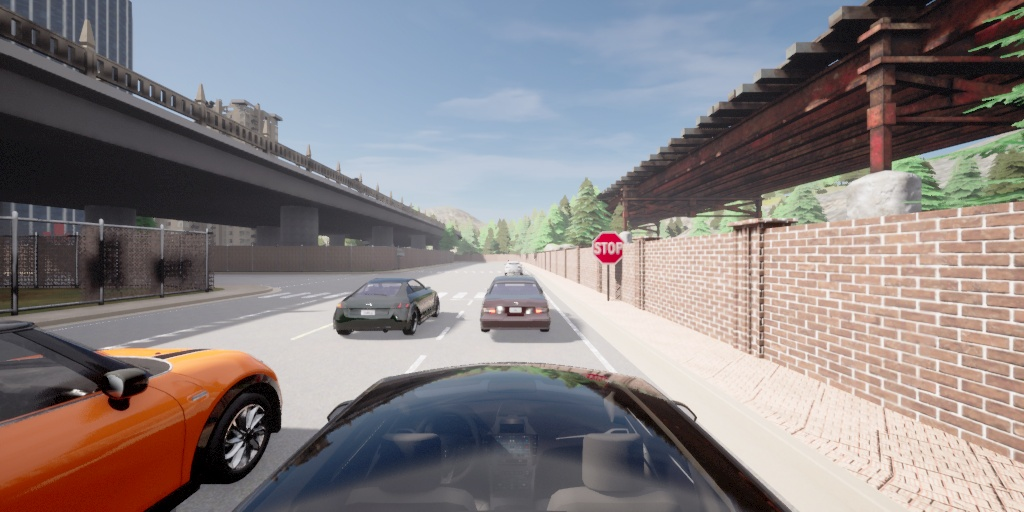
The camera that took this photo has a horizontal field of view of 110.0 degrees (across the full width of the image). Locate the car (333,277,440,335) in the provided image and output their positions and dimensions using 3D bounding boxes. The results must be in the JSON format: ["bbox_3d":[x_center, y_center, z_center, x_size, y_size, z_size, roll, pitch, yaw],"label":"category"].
[{"bbox_3d":[-3.419,1.314,10.513,1.994,1.385,4.181,0,0,0],"label":"car"}]

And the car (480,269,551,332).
[{"bbox_3d":[0.081,1.297,10.801,2.033,1.411,5.357,0,0,0],"label":"car"}]

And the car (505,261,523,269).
[{"bbox_3d":[0.180,1.276,38.733,1.812,1.442,4.674,0,0,0],"label":"car"}]

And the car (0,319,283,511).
[{"bbox_3d":[-3.401,1.102,1.817,2.097,1.767,4.553,0,0,0],"label":"car"}]
